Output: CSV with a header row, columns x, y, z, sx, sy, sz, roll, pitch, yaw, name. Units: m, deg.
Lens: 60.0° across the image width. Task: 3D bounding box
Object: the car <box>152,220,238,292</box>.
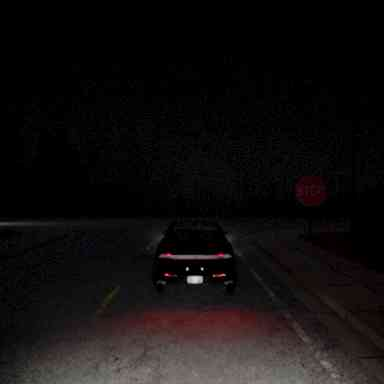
x,y,z,sx,sy,sz,roll,pitch,yaw,name
0.072,1.508,8.956,2.128,1.511,4.902,0,0,0,car
